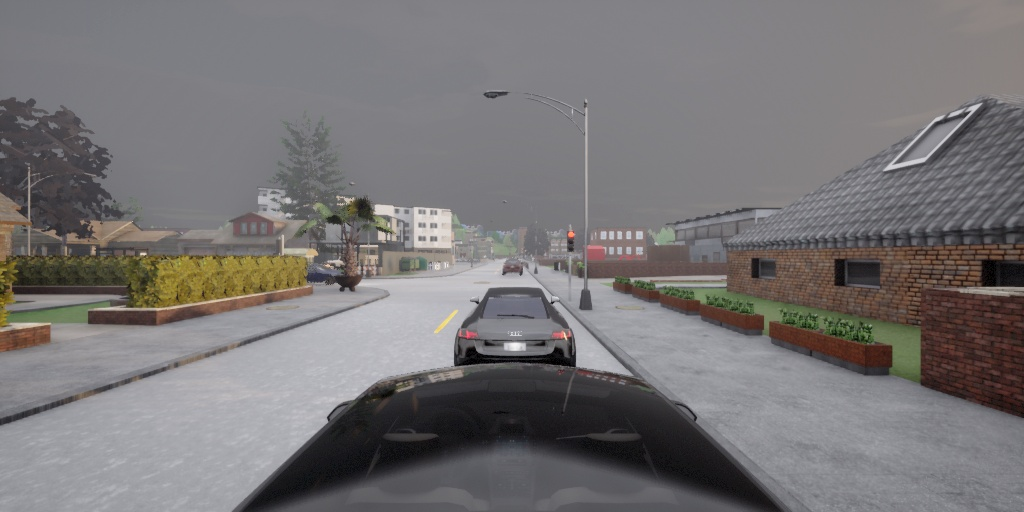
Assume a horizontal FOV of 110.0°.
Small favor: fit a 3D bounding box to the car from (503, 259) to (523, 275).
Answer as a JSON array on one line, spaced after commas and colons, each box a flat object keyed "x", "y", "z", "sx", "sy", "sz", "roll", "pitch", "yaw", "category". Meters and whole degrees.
[{"x": 0.083, "y": 1.102, "z": 39.145, "sx": 2.097, "sy": 1.767, "sz": 4.553, "roll": 0, "pitch": 0, "yaw": 1, "category": "car"}]

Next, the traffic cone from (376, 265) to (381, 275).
[{"x": -15.391, "y": 1.558, "z": 40.712, "sx": 0.344, "sy": 0.586, "sz": 0.344, "roll": 0, "pitch": 0, "yaw": 0, "category": "traffic cone"}]

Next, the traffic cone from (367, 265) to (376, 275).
[{"x": -15.752, "y": 1.561, "z": 40.143, "sx": 0.344, "sy": 0.586, "sz": 0.344, "roll": 0, "pitch": 0, "yaw": 0, "category": "traffic cone"}]

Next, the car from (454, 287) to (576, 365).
[{"x": 0.059, "y": 1.314, "z": 7.326, "sx": 1.994, "sy": 1.385, "sz": 4.181, "roll": 0, "pitch": 0, "yaw": 0, "category": "car"}]

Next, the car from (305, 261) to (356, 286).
[{"x": -13.660, "y": 1.276, "z": 24.779, "sx": 4.674, "sy": 1.442, "sz": 1.812, "roll": 0, "pitch": 0, "yaw": 0, "category": "car"}]
